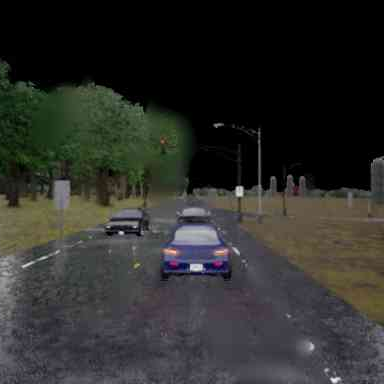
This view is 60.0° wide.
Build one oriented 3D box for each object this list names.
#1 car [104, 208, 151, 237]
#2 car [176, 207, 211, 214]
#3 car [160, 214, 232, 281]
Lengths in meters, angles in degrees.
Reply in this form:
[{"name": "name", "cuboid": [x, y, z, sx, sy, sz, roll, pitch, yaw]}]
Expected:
[{"name": "car", "cuboid": [-3.507, 1.663, 19.264, 2.033, 1.411, 5.357, 0, 0, 1]}, {"name": "car", "cuboid": [0.105, 1.594, 19.533, 1.882, 1.535, 5.008, 0, 0, 0]}, {"name": "car", "cuboid": [0.107, 1.600, 10.010, 1.812, 1.442, 4.674, 0, 0, 0]}]
